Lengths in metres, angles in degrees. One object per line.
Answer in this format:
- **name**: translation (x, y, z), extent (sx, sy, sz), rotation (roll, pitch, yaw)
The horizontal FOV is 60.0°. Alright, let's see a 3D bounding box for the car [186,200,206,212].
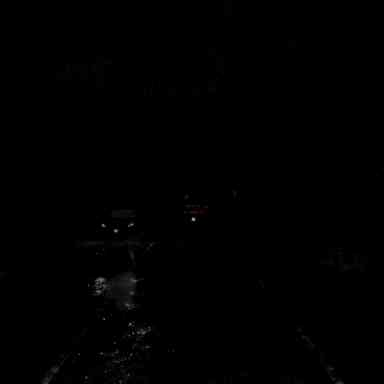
- **car**: translation (0.619, 1.705, 41.554), extent (1.895, 1.301, 4.718), rotation (0, 0, 9)

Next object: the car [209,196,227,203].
- **car**: translation (5.854, 1.695, 75.689), extent (4.181, 1.385, 1.994), rotation (0, 0, 26)

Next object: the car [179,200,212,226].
- **car**: translation (0.099, 1.552, 23.821), extent (2.128, 1.511, 4.902), rotation (0, 0, 0)

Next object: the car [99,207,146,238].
- **car**: translation (-3.600, 1.572, 18.048), extent (1.812, 1.442, 4.674), rotation (0, 0, 0)

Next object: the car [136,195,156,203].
- **car**: translation (-10.355, 1.534, 74.727), extent (4.553, 1.767, 2.097), rotation (0, 0, -34)
